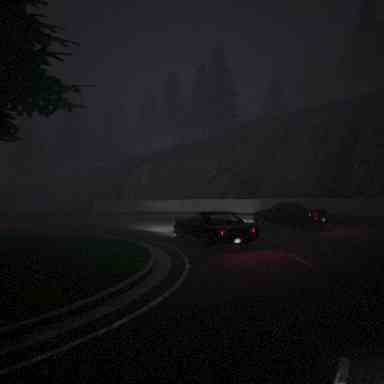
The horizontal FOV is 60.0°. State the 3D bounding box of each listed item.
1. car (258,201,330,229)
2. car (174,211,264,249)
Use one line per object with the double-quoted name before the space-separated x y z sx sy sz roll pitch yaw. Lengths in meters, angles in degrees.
"car" 5.620 1.262 19.209 1.812 1.442 4.674 -1 0 -32
"car" 0.791 1.488 14.210 1.895 1.301 4.718 -1 0 -22
